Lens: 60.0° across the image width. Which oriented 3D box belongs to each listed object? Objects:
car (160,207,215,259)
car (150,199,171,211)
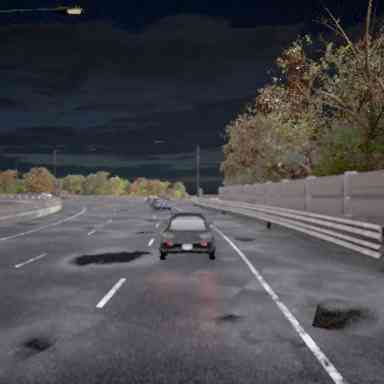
[{"bbox_3d":[-0.163,1.506,12.452,1.812,1.442,4.674,0,0,-1],"label":"car"},{"bbox_3d":[-3.804,1.477,39.632,2.033,1.411,5.357,0,0,-15],"label":"car"}]
